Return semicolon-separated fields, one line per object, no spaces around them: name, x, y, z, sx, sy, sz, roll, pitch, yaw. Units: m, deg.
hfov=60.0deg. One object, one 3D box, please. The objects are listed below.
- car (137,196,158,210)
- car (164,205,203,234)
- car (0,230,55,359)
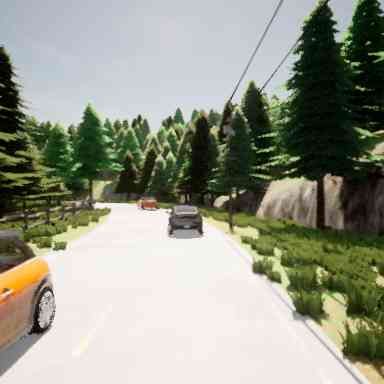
car;-5.966;1.357;43.849;2.097;1.767;4.553;0;0;-19
car;-0.481;1.507;19.315;1.837;1.490;4.892;0;0;-5
car;-3.338;1.353;3.692;2.097;1.767;4.553;0;0;0
